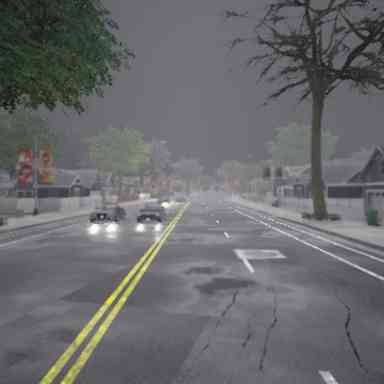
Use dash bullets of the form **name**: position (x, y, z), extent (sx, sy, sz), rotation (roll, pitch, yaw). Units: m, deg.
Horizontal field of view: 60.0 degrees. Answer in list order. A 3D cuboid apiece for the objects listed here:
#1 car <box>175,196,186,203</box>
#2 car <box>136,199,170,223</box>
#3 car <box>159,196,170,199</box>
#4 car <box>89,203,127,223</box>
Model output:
- **car**: position (-2.256, 1.480, 66.619), extent (1.994, 1.385, 4.181), rotation (0, 0, 2)
- **car**: position (-3.041, 1.542, 25.877), extent (2.033, 1.411, 5.357), rotation (0, 0, 1)
- **car**: position (-5.511, 1.480, 66.604), extent (1.994, 1.385, 4.181), rotation (0, 0, 2)
- **car**: position (-6.299, 1.557, 25.293), extent (1.994, 1.385, 4.181), rotation (0, 0, 1)
